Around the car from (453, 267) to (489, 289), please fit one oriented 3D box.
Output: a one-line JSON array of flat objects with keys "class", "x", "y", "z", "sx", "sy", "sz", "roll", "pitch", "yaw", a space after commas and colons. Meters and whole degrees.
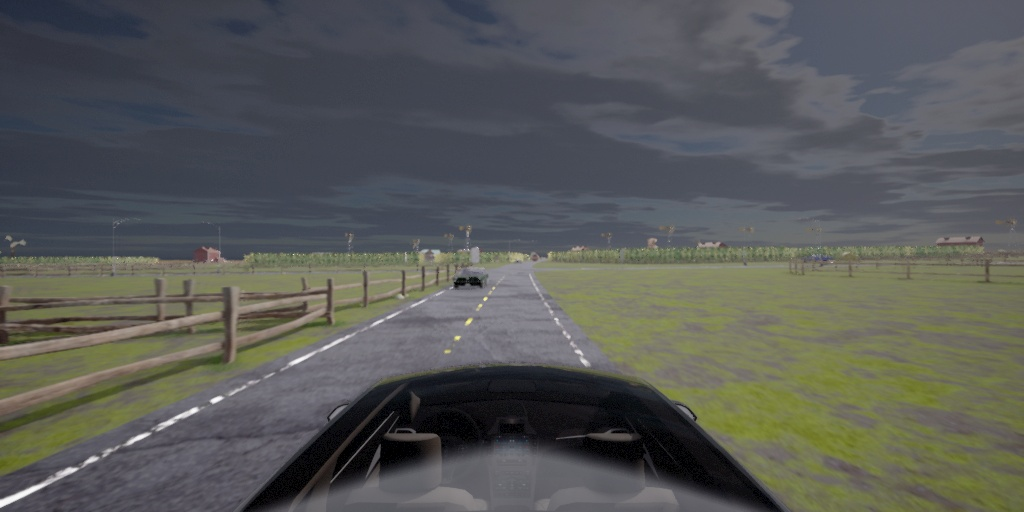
[{"class": "car", "x": -2.617, "y": 1.426, "z": 23.692, "sx": 1.895, "sy": 1.301, "sz": 4.718, "roll": 0, "pitch": 0, "yaw": 1}]
